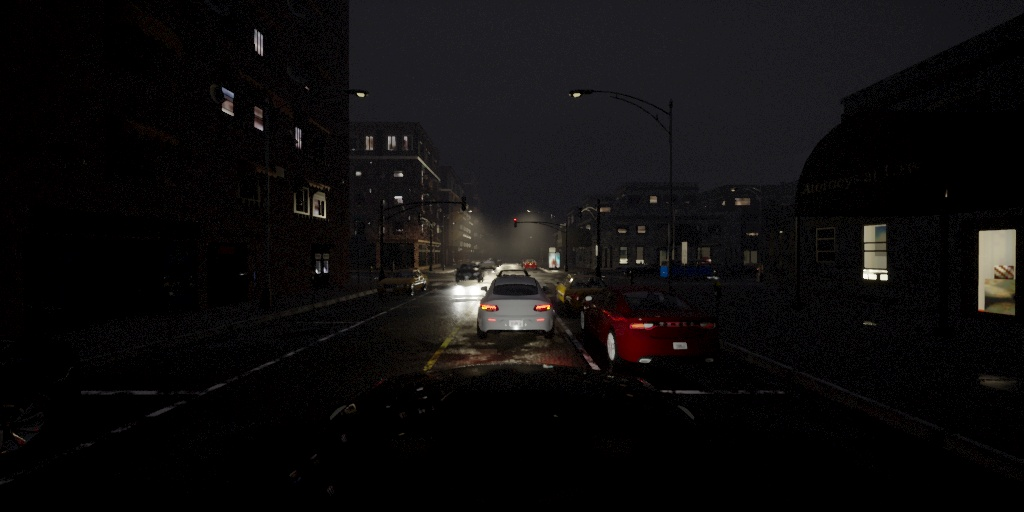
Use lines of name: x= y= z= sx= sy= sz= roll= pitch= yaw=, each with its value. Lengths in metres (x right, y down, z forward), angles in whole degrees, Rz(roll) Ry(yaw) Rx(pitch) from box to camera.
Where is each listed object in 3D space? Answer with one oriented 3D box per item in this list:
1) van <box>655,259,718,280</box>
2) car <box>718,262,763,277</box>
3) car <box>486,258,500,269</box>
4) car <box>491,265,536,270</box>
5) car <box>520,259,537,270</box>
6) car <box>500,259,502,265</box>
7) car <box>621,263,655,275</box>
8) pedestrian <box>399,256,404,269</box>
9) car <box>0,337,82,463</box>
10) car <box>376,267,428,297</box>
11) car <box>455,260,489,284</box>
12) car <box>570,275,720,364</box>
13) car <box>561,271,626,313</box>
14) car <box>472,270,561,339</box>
van: x=14.601 y=1.163 z=30.125 sx=3.998 sy=1.789 sz=1.690 roll=0 pitch=0 yaw=-1
car: x=22.343 y=1.367 z=35.982 sx=4.181 sy=1.385 sz=1.994 roll=0 pitch=0 yaw=0
car: x=-3.193 y=1.318 z=50.827 sx=2.033 sy=1.411 sz=5.357 roll=0 pitch=0 yaw=0
car: x=0.077 y=1.353 z=19.063 sx=1.895 sy=1.301 sz=4.718 roll=0 pitch=0 yaw=0
car: x=2.594 y=1.211 z=51.803 sx=1.967 sy=1.591 sz=4.097 roll=0 pitch=0 yaw=0
car: x=-3.186 y=1.312 z=63.541 sx=1.812 sy=1.442 sz=4.674 roll=0 pitch=0 yaw=0
car: x=13.424 y=1.380 z=35.902 sx=4.718 sy=1.301 sz=1.895 roll=0 pitch=0 yaw=-1
pedestrian: x=-12.707 y=0.829 z=41.188 sx=0.375 sy=1.860 sz=0.375 roll=0 pitch=0 yaw=-1
car: x=-5.692 y=1.316 z=2.231 sx=1.948 sy=1.339 sz=4.313 roll=0 pitch=0 yaw=0
car: x=-5.725 y=1.277 z=19.150 sx=1.751 sy=1.417 sz=4.829 roll=0 pitch=0 yaw=0
car: x=-3.148 y=1.251 z=27.448 sx=2.128 sy=1.511 sz=4.902 roll=0 pitch=0 yaw=0
car: x=2.678 y=1.295 z=7.938 sx=1.888 sy=1.381 sz=4.507 roll=0 pitch=0 yaw=0
car: x=2.667 y=1.276 z=13.805 sx=1.751 sy=1.417 sz=4.829 roll=0 pitch=0 yaw=0
car: x=0.084 y=1.276 z=9.952 sx=1.812 sy=1.442 sz=4.674 roll=0 pitch=0 yaw=0
